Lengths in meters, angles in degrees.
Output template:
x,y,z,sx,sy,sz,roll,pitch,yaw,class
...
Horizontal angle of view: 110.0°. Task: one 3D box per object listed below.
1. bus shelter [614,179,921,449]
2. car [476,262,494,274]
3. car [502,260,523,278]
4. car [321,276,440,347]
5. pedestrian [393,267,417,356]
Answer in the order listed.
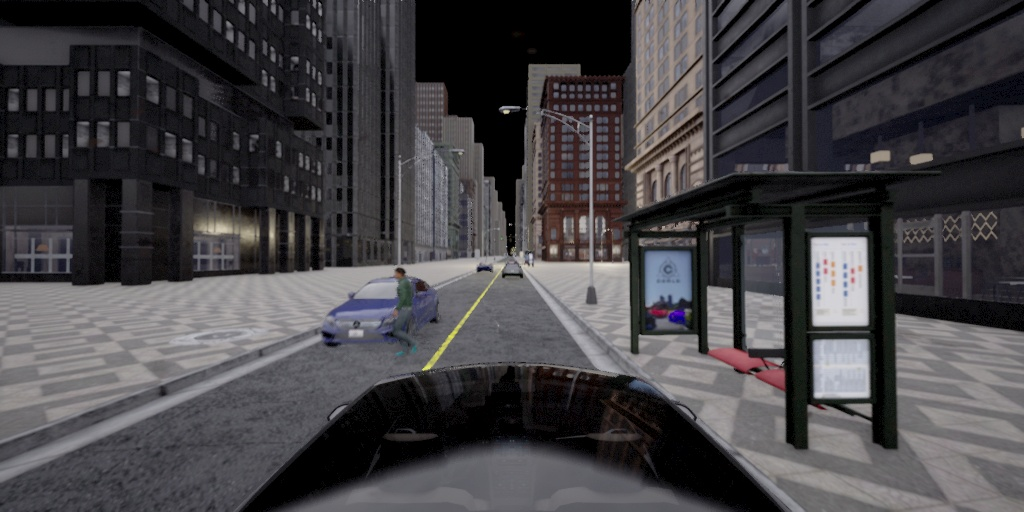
x,y,z,sx,sy,sz,roll,pitch,yaw,class
3.132,0.630,5.502,1.920,2.740,3.880,0,0,0,bus shelter
-3.149,1.372,42.329,1.895,1.301,4.718,0,0,0,car
0.055,1.335,34.468,1.994,1.385,4.181,0,0,0,car
-3.108,1.284,9.466,1.812,1.442,4.674,0,0,0,car
-2.158,1.049,7.133,0.375,1.860,0.375,1,-1,-10,pedestrian
